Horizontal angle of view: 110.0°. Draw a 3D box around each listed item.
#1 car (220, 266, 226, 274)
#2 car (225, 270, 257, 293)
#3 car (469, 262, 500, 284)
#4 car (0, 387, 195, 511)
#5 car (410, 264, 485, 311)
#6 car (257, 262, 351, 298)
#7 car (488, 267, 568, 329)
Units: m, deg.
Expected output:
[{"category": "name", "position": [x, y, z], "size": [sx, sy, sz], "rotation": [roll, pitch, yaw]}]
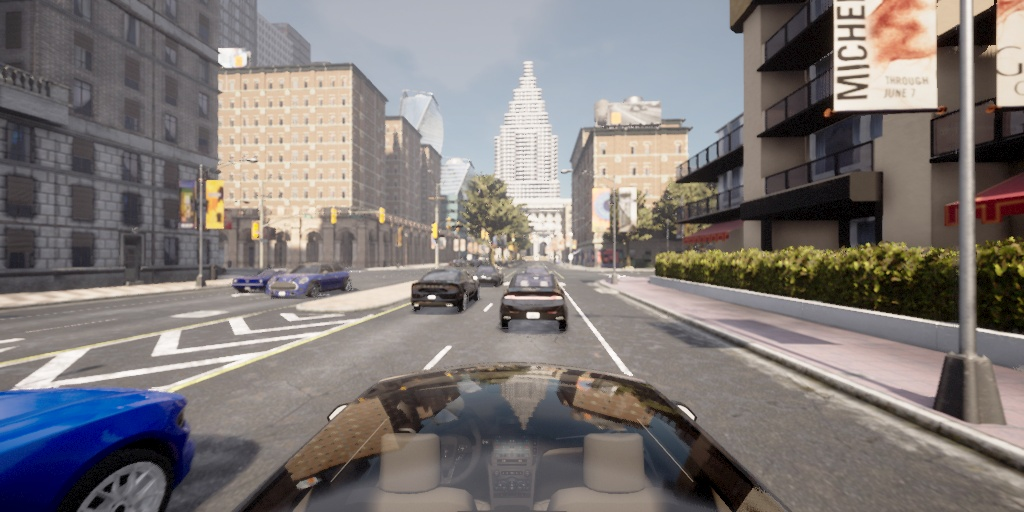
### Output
[{"category": "car", "position": [-35.005, 1.352, 40.510], "size": [4.892, 1.490, 1.837], "rotation": [0, 0, 4]}, {"category": "car", "position": [-13.749, 1.402, 21.044], "size": [1.895, 1.301, 4.718], "rotation": [0, 0, 5]}, {"category": "car", "position": [-1.739, 1.386, 26.042], "size": [1.994, 1.385, 4.181], "rotation": [0, 0, 4]}, {"category": "car", "position": [-3.539, 1.223, 0.772], "size": [1.882, 1.535, 5.008], "rotation": [0, 0, 3]}, {"category": "car", "position": [-2.561, 1.265, 14.758], "size": [1.882, 1.535, 5.008], "rotation": [0, 0, 4]}, {"category": "car", "position": [-10.427, 1.147, 18.771], "size": [2.097, 1.767, 4.553], "rotation": [0, 0, 5]}, {"category": "car", "position": [0.707, 1.272, 11.389], "size": [2.128, 1.511, 4.902], "rotation": [0, 0, 4]}]
